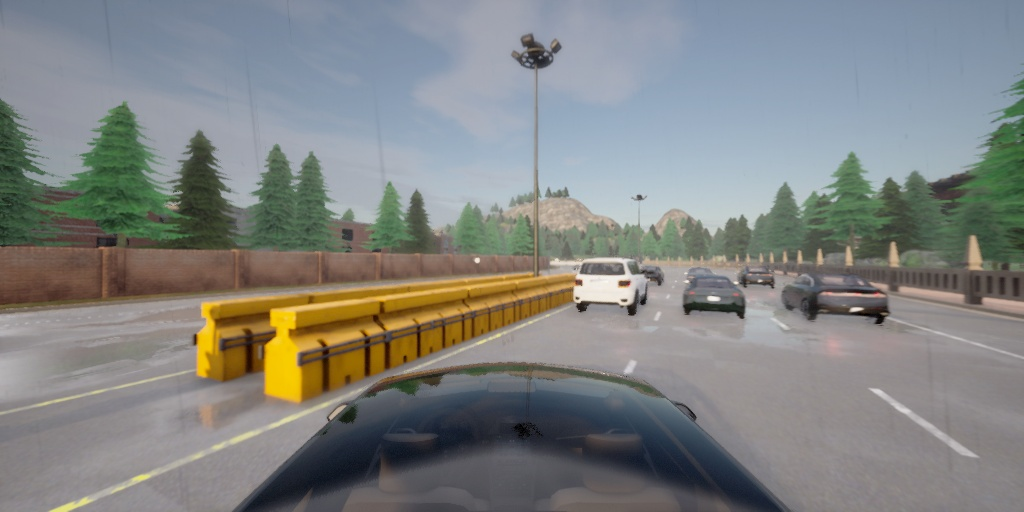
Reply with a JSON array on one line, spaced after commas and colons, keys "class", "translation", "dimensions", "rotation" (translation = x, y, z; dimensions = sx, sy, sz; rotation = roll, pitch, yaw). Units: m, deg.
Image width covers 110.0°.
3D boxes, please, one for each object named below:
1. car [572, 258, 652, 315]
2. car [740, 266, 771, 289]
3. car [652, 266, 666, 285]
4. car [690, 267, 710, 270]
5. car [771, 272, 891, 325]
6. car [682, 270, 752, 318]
[{"class": "car", "translation": [4.171, 1.101, 14.649], "dimensions": [2.150, 2.045, 5.566], "rotation": [0, 0, 26]}, {"class": "car", "translation": [17.464, 1.472, 25.858], "dimensions": [2.128, 1.511, 4.902], "rotation": [0, 0, 26]}, {"class": "car", "translation": [11.179, 1.521, 28.941], "dimensions": [1.837, 1.490, 4.892], "rotation": [0, 0, 26]}, {"class": "car", "translation": [13.881, 1.536, 26.523], "dimensions": [2.033, 1.411, 5.357], "rotation": [0, -1, 26]}, {"class": "car", "translation": [10.872, 1.342, 12.393], "dimensions": [2.128, 1.511, 4.902], "rotation": [0, 0, 26]}, {"class": "car", "translation": [7.711, 1.431, 13.898], "dimensions": [1.994, 1.385, 4.181], "rotation": [0, -1, 27]}]
